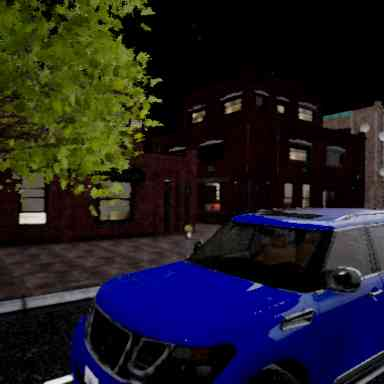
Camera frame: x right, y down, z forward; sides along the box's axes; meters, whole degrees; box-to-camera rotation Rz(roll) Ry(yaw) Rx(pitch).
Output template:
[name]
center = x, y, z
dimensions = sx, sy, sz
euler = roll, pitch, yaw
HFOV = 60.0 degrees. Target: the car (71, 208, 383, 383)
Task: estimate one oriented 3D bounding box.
[car]
center = 1.409, 1.268, 4.397
dimensions = 5.566, 2.045, 2.150
euler = 1, -1, -36
